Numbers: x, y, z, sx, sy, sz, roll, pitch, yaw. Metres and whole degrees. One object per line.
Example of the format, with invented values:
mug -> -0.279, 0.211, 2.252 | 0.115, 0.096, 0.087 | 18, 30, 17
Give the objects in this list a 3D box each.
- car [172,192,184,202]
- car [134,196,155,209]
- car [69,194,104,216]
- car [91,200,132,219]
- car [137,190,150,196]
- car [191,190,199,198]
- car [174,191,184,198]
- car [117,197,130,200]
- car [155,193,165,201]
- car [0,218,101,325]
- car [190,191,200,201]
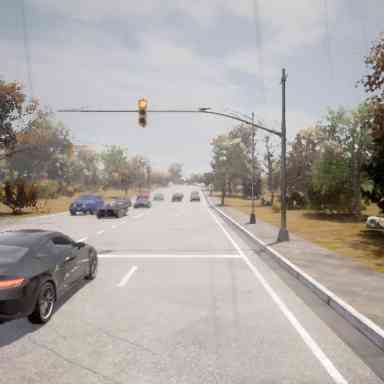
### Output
car -> -2.851, 1.010, 64.148 | 1.837, 1.490, 4.892 | 0, 3, 1
car -> -6.718, 1.564, 45.698 | 1.994, 1.385, 4.181 | 0, 0, 1
car -> -10.338, 1.222, 33.310 | 2.150, 2.045, 5.566 | 0, 0, 1
car -> -6.877, 1.601, 28.964 | 1.895, 1.301, 4.718 | 0, 0, 1
car -> -9.910, 0.587, 68.423 | 2.150, 2.045, 5.566 | 0, 3, 1
car -> 0.654, 0.493, 74.498 | 1.812, 1.442, 4.674 | 0, 3, 1
car -> -2.853, 0.588, 74.082 | 1.895, 1.301, 4.718 | 0, 3, 1
car -> -10.184, 1.503, 49.203 | 1.837, 1.490, 4.892 | 0, 0, 1
car -> -6.471, 0.983, 65.093 | 1.812, 1.442, 4.674 | 0, 3, 1
car -> -3.400, 1.526, 7.007 | 1.812, 1.442, 4.674 | 0, 0, -1
car -> 0.655, 1.079, 64.625 | 1.895, 1.301, 4.718 | 0, 3, 1
